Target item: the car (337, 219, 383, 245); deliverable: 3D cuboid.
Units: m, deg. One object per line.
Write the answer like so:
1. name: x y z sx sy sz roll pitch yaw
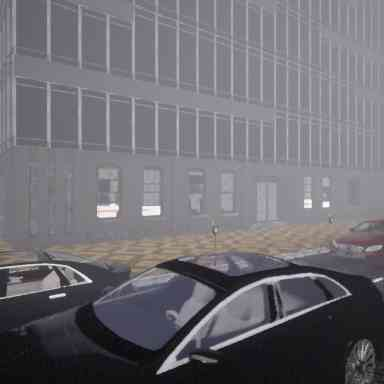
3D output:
1. car: 6.367 1.582 11.121 4.206 1.307 1.802 0 0 -36

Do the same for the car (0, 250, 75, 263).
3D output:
1. car: -2.891 1.551 4.497 4.403 1.369 2.008 0 0 -36

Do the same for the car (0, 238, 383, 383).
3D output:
1. car: 0.164 1.491 3.497 4.902 1.511 2.128 0 0 -36
